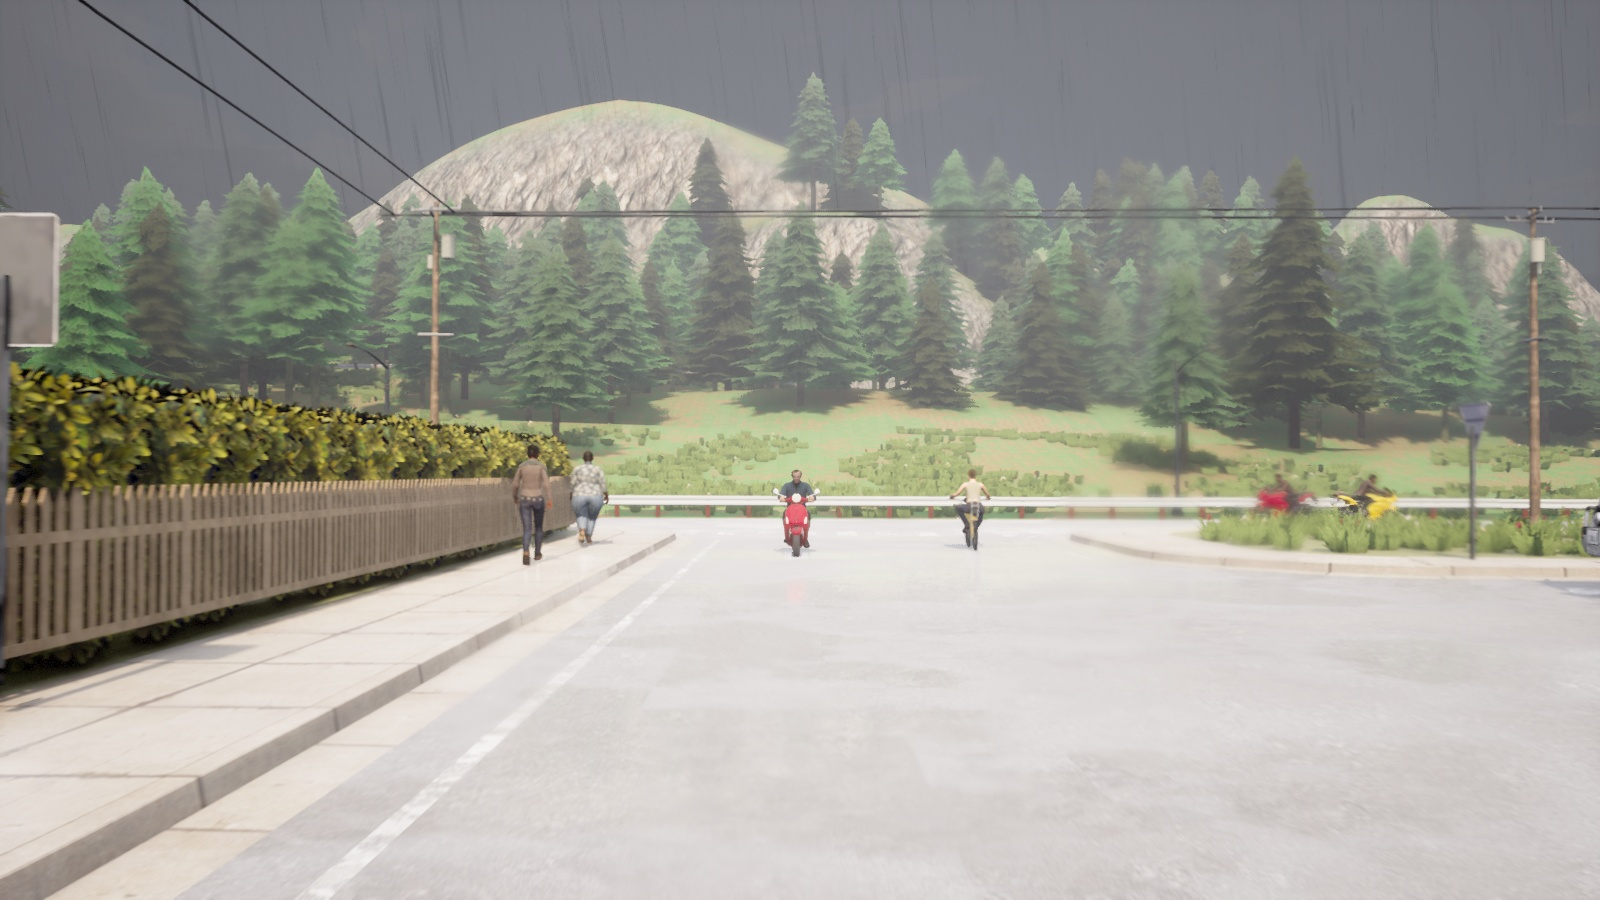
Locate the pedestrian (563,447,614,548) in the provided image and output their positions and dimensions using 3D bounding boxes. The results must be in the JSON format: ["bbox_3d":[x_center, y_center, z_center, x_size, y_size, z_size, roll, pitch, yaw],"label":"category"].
[{"bbox_3d":[-3.935,0.875,23.444,0.874,1.855,0.900,0,-1,-6],"label":"pedestrian"}]

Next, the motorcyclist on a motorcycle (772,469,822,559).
[{"bbox_3d":[-0.056,1.154,23.205,0.866,1.590,1.817,0,-1,0],"label":"motorcyclist on a motorcycle"}]

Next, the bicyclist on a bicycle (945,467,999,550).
[{"bbox_3d":[3.445,1.158,25.304,0.866,1.612,1.509,0,-1,0],"label":"bicyclist on a bicycle"}]

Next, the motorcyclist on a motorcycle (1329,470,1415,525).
[{"bbox_3d":[16.076,1.320,35.346,2.044,1.523,0.797,0,-1,0],"label":"motorcyclist on a motorcycle"}]

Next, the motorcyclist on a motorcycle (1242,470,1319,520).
[{"bbox_3d":[14.853,1.383,38.847,2.044,1.523,0.797,0,-1,0],"label":"motorcyclist on a motorcycle"}]

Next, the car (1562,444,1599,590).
[{"bbox_3d":[12.542,0.846,15.890,4.605,1.855,1.932,0,-1,17],"label":"car"}]

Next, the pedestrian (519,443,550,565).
[{"bbox_3d":[-4.016,0.802,19.032,0.328,1.805,0.869,0,-1,-3],"label":"pedestrian"}]
